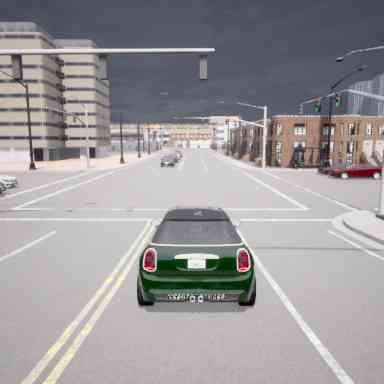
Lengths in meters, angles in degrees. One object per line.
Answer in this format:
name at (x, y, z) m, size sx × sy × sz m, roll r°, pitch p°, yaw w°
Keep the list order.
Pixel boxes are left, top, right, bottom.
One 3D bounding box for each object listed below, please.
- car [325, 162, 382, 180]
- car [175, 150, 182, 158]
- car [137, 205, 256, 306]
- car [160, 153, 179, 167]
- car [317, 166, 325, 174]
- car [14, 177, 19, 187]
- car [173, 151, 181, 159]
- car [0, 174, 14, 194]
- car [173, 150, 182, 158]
car at (16.044, -2.063, 32.284) m, size 5.008 × 1.535 × 1.882 m, roll 0°, pitch 8°, yaw 0°
car at (-3.380, -7.263, 67.491) m, size 1.812 × 1.442 × 4.674 m, roll 0°, pitch 8°, yaw 1°
car at (0.090, 1.075, 7.660) m, size 2.097 × 1.767 × 4.553 m, roll 0°, pitch 4°, yaw 0°
car at (-3.518, -4.517, 48.859) m, size 2.128 × 1.511 × 4.902 m, roll 0°, pitch 8°, yaw 1°
car at (16.390, -2.512, 35.762) m, size 5.357 × 1.411 × 2.033 m, roll 0°, pitch 8°, yaw 0°
car at (-15.745, -0.967, 25.336) m, size 4.674 × 1.442 × 1.812 m, roll 0°, pitch 8°, yaw 0°
car at (-3.467, -5.924, 58.196) m, size 1.882 × 1.535 × 5.008 m, roll 0°, pitch 9°, yaw 0°
car at (-14.743, -0.449, 21.865) m, size 4.674 × 1.442 × 1.812 m, roll 0°, pitch 8°, yaw 1°
car at (-3.349, -8.936, 77.540) m, size 2.097 × 1.767 × 4.553 m, roll 0°, pitch 8°, yaw 0°
